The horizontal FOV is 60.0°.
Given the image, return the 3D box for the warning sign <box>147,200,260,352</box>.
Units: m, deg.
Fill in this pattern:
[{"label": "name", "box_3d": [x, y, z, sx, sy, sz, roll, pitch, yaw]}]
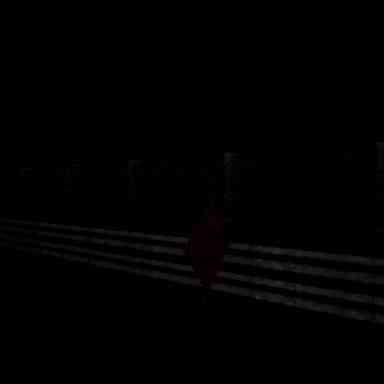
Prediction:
[{"label": "warning sign", "box_3d": [0.216, 1.105, 5.058, 1.060, 1.860, 1.300, 3, 0, 36]}]
